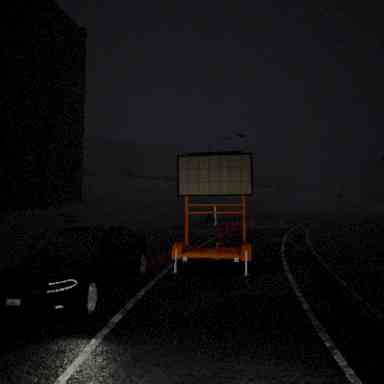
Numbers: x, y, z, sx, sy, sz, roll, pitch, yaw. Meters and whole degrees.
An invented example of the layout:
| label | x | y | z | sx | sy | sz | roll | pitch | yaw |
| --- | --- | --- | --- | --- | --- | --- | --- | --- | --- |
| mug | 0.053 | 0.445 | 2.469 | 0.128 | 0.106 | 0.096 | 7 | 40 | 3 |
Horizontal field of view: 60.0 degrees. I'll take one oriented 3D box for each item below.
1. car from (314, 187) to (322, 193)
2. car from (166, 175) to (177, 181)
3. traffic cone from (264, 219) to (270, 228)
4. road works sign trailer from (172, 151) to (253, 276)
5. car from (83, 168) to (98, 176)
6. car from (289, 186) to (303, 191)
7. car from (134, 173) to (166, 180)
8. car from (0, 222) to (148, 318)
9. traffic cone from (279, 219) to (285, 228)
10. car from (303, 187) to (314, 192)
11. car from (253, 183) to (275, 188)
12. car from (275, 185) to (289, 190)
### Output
| label | x | y | z | sx | sy | sz | roll | pitch | yaw |
| --- | --- | --- | --- | --- | --- | --- | --- | --- | --- |
| car | 31.802 | -0.186 | 87.156 | 5.566 | 2.045 | 2.435 | 5 | -6 | -43 |
| car | -2.921 | -2.141 | 59.417 | 4.892 | 1.521 | 2.231 | 3 | -5 | -33 |
| traffic cone | 5.131 | 2.157 | 22.802 | 0.340 | 0.580 | 0.340 | -2 | -1 | 17 |
| road works sign trailer | 0.758 | 0.524 | 10.653 | 2.380 | 3.560 | 2.880 | -1 | -1 | 12 |
| car | -16.687 | -2.870 | 50.420 | 4.553 | 1.767 | 2.185 | 2 | -5 | -33 |
| car | 23.486 | -0.582 | 79.592 | 4.892 | 1.521 | 2.231 | 4 | -6 | -40 |
| car | -7.534 | -2.352 | 56.393 | 4.892 | 1.521 | 2.231 | 2 | -5 | -33 |
| car | -2.507 | 1.542 | 7.874 | 1.882 | 1.535 | 5.008 | -1 | -1 | 9 |
| traffic cone | 6.086 | 2.129 | 22.518 | 0.340 | 0.580 | 0.340 | -2 | -1 | 17 |
| car | 27.688 | -0.398 | 83.346 | 4.553 | 1.767 | 2.185 | 4 | -6 | -42 |
| car | 15.092 | -1.097 | 72.594 | 4.792 | 1.488 | 2.163 | 3 | -6 | -38 |
| car | 19.365 | -0.817 | 76.077 | 4.674 | 1.452 | 2.002 | 4 | -6 | -39 |
